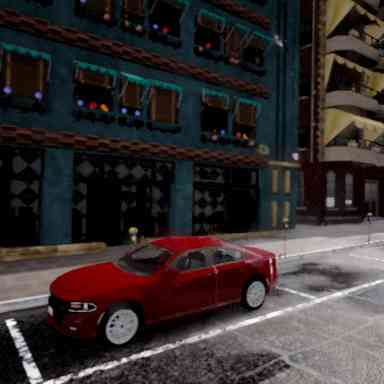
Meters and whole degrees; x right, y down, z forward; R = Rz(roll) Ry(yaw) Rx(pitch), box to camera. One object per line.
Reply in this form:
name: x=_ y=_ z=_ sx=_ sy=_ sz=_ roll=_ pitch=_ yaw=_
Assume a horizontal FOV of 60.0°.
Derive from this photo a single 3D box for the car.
car: x=-0.295 y=1.563 z=6.329 sx=4.507 sy=1.381 sz=1.887 roll=0 pitch=1 yaw=-35
